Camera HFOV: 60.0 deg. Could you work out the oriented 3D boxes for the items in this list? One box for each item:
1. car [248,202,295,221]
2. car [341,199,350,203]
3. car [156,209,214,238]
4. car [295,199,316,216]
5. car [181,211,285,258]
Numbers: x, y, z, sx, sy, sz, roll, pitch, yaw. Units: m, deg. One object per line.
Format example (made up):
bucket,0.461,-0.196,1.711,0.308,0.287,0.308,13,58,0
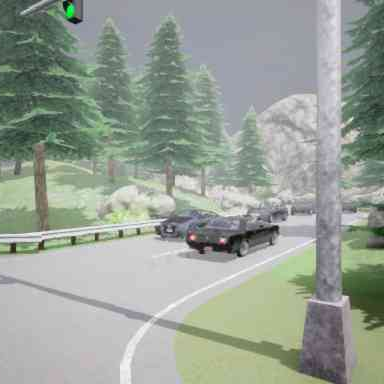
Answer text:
car,5.733,1.507,25.100,2.128,1.511,4.902,0,0,35
car,17.667,1.557,38.726,2.128,1.511,4.902,1,0,13
car,0.090,1.579,16.910,1.994,1.385,4.181,0,0,35
car,11.314,1.520,33.658,1.837,1.490,4.892,0,0,28
car,1.816,1.639,13.060,1.895,1.301,4.718,0,0,35
